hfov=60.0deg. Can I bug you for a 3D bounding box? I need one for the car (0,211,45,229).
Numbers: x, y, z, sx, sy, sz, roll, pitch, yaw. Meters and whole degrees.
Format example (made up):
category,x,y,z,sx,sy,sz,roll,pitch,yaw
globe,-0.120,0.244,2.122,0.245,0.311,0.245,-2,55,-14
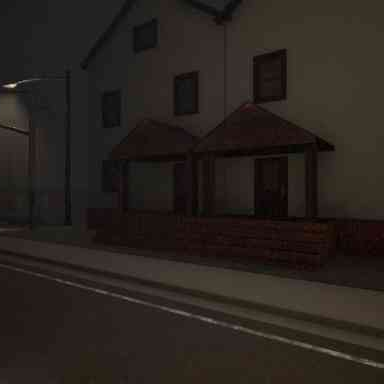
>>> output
category,x,y,z,sx,sy,sz,roll,pitch,yaw
car,-15.642,2.488,29.676,2.128,1.511,4.902,0,-9,36
